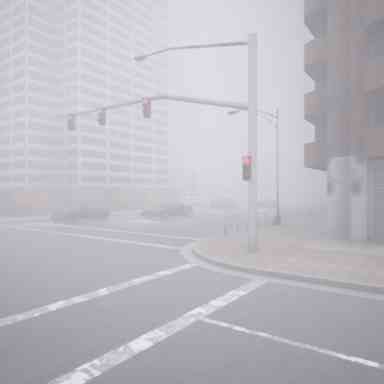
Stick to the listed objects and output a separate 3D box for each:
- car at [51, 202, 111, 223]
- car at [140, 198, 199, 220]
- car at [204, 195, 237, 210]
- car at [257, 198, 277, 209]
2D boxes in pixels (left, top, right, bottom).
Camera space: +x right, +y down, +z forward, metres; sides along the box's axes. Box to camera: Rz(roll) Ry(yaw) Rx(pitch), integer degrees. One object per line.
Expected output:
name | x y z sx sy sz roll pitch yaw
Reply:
car | -8.348 1.516 25.423 1.812 1.442 4.674 0 0 36
car | -1.960 1.539 28.396 2.033 1.411 5.357 0 0 35
car | 4.023 1.497 42.902 1.837 1.490 4.892 0 -1 36
car | 10.071 1.557 45.330 1.994 1.385 4.181 0 0 35
